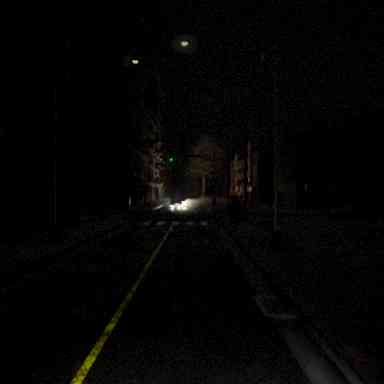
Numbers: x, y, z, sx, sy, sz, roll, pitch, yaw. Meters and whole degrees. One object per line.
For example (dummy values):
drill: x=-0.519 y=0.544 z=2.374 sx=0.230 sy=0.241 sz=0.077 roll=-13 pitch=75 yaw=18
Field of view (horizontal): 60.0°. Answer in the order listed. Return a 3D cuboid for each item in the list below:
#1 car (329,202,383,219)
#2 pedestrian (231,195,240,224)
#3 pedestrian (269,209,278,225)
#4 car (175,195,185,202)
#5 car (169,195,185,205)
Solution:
car: x=14.000 y=1.530 z=27.697 sx=4.829 sy=1.417 sz=1.752 roll=0 pitch=-1 yaw=0
pedestrian: x=2.834 y=1.094 z=20.965 sx=0.375 sy=1.860 sz=0.375 roll=0 pitch=0 yaw=0
pedestrian: x=5.325 y=1.608 z=21.553 sx=0.500 sy=1.100 sz=0.500 roll=0 pitch=0 yaw=0
car: x=-2.473 y=1.388 z=70.003 sx=1.895 sy=1.301 sz=4.718 roll=0 pitch=0 yaw=0
car: x=-2.609 y=1.331 z=54.758 sx=2.128 sy=1.511 sz=4.902 roll=0 pitch=0 yaw=1
